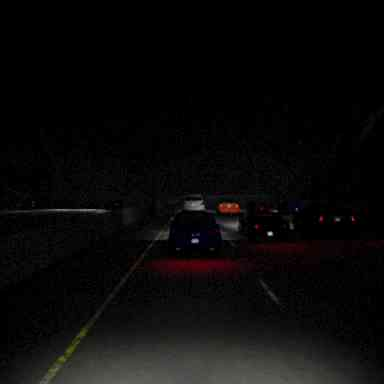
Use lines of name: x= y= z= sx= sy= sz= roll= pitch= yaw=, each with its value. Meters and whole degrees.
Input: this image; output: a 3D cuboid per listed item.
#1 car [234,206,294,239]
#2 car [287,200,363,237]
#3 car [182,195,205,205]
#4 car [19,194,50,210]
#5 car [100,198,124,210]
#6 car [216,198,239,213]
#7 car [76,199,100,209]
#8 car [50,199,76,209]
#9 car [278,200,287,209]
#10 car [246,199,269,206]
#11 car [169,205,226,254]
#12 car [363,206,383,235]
car: x=3.611 y=1.630 z=17.566 sx=1.895 sy=1.301 sz=4.718 roll=0 pitch=0 yaw=0
car: x=7.111 y=1.383 z=18.347 sx=2.097 sy=1.767 sz=4.553 roll=0 pitch=0 yaw=0
car: x=0.123 y=1.278 z=33.929 sx=2.150 sy=2.045 sz=5.566 roll=0 pitch=0 yaw=0
car: x=-21.056 y=1.295 z=44.880 sx=2.150 sy=2.045 sz=5.566 roll=0 pitch=0 yaw=0
car: x=-10.547 y=1.552 z=45.238 sx=1.882 sy=1.535 sz=5.008 roll=0 pitch=0 yaw=0
car: x=3.623 y=1.410 z=34.630 sx=2.097 sy=1.767 sz=4.553 roll=0 pitch=0 yaw=0
car: x=-14.039 y=1.640 z=46.071 sx=1.994 sy=1.385 sz=4.181 roll=0 pitch=0 yaw=0
car: x=-17.539 y=1.641 z=46.251 sx=1.994 sy=1.385 sz=4.181 roll=0 pitch=0 yaw=0
car: x=10.610 y=1.586 z=35.949 sx=1.812 sy=1.442 sz=4.674 roll=0 pitch=0 yaw=0
car: x=7.124 y=1.538 z=36.476 sx=1.882 sy=1.535 sz=5.008 roll=0 pitch=0 yaw=0
car: x=0.108 y=1.500 z=13.677 sx=1.882 sy=1.535 sz=5.008 roll=0 pitch=0 yaw=0
car: x=10.613 y=1.524 z=19.033 sx=2.128 sy=1.511 sz=4.902 roll=0 pitch=0 yaw=0
